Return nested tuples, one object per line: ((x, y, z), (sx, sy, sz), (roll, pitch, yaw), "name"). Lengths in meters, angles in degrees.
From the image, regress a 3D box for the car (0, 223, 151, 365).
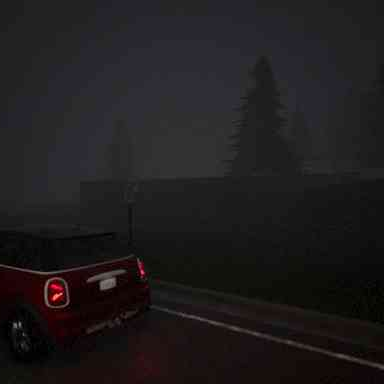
((-2.964, 1.377, 6.122), (4.553, 1.767, 2.097), (0, 0, 35), "car")
